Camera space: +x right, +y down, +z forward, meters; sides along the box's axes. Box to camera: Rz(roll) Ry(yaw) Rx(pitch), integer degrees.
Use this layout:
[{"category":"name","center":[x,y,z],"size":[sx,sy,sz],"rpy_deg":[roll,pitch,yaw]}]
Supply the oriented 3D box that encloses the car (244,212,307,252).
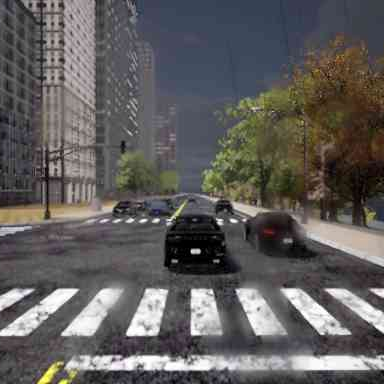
[{"category":"car","center":[3.345,1.559,13.902],"size":[1.812,1.442,4.674],"rpy_deg":[0,0,0]}]

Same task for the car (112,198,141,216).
[{"category":"car","center":[-6.597,1.570,33.092],"size":[1.837,1.490,4.892],"rpy_deg":[0,0,0]}]

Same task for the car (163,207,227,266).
[{"category":"car","center":[0.095,1.510,11.697],"size":[1.882,1.535,5.008],"rpy_deg":[0,0,0]}]

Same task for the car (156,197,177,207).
[{"category":"car","center":[-3.324,1.591,44.253],"size":[1.837,1.490,4.892],"rpy_deg":[0,0,0]}]

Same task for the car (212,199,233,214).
[{"category":"car","center":[3.342,1.575,35.897],"size":[1.837,1.490,4.892],"rpy_deg":[0,0,0]}]

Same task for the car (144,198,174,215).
[{"category":"car","center":[-3.346,1.615,34.431],"size":[2.033,1.411,5.357],"rpy_deg":[0,0,0]}]

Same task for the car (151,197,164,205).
[{"category":"car","center":[-6.514,1.674,63.546],"size":[2.033,1.411,5.357],"rpy_deg":[0,0,0]}]

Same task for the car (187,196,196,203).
[{"category":"car","center":[-0.018,1.694,75.066],"size":[2.033,1.411,5.357],"rpy_deg":[0,0,0]}]

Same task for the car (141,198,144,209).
[{"category":"car","center":[-6.579,1.575,42.511],"size":[2.128,1.511,4.902],"rpy_deg":[0,0,0]}]
